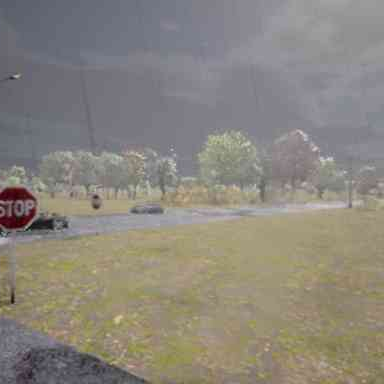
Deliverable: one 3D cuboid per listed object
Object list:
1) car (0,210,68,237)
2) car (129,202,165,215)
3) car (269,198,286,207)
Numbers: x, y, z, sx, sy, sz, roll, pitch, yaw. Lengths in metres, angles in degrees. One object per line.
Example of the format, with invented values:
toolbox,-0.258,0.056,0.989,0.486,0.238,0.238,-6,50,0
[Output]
car,-9.470,1.624,18.996,2.128,1.511,4.902,1,0,36
car,-4.976,1.857,37.117,1.994,1.385,4.181,1,1,36
car,17.634,2.039,68.282,2.097,1.767,4.553,1,0,36
